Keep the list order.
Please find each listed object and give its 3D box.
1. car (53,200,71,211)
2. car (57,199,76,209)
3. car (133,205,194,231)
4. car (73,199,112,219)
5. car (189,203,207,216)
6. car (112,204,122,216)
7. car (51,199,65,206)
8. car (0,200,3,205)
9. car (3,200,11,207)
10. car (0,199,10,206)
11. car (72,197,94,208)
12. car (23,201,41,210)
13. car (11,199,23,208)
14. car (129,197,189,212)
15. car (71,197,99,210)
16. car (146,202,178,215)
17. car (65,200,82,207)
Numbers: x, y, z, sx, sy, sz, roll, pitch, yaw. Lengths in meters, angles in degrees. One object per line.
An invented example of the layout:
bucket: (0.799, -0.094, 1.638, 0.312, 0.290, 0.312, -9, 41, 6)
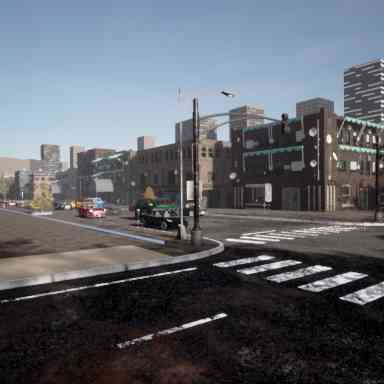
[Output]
car: (-20.093, 2.132, 51.796, 2.128, 1.511, 4.902, -1, 0, -37)
car: (-22.969, 2.141, 60.813, 1.882, 1.535, 5.008, -1, 0, -37)
car: (-2.036, 1.814, 22.968, 1.947, 1.339, 4.313, -2, 0, -37)
car: (-10.257, 1.846, 34.149, 1.967, 1.590, 4.097, -2, 0, -37)
car: (-0.230, 1.809, 34.742, 2.008, 1.369, 4.403, -2, 0, -37)
car: (-9.451, 1.967, 37.423, 1.994, 1.385, 4.181, -1, 0, -37)
car: (-30.081, 2.363, 74.623, 1.947, 1.339, 4.313, -1, 0, -37)
car: (-43.423, 2.546, 78.462, 2.008, 1.369, 4.403, -1, 0, -37)
car: (-40.109, 2.379, 74.030, 1.967, 1.590, 4.097, -1, 0, -37)
car: (-46.740, 2.597, 82.893, 1.887, 1.381, 4.507, -1, 0, -37)
car: (-20.136, 1.939, 61.328, 2.192, 1.841, 5.009, -1, 0, -37)
car: (-26.737, 2.232, 56.169, 1.752, 1.417, 4.829, -1, 0, -37)
car: (-33.473, 2.375, 65.169, 2.008, 1.369, 4.403, -1, 0, -37)
car: (-2.983, 1.504, 28.781, 2.150, 2.045, 5.566, -1, 0, -36)
car: (-16.953, 1.909, 52.775, 2.097, 1.767, 4.553, -1, 0, -37)
car: (-3.546, 1.904, 39.173, 1.802, 1.307, 4.206, -2, 0, -37)
car: (-23.448, 2.227, 65.760, 1.887, 1.381, 4.507, -1, 0, -37)
